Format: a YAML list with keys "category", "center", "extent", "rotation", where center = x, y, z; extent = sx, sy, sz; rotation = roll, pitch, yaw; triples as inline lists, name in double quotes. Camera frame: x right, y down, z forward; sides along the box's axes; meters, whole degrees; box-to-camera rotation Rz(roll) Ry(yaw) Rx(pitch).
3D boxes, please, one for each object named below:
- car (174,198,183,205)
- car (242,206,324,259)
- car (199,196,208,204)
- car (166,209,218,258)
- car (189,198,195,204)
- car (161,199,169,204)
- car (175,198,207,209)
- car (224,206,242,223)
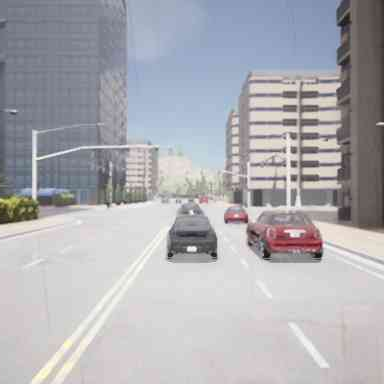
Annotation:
- category: "car"
  center: [-3.555, 2.479, 87.717]
  extent: [2.128, 1.511, 4.902]
  rotation: [0, -1, 0]
- category: "car"
  center: [3.511, 1.499, 13.413]
  extent: [2.097, 1.767, 4.553]
  rotation: [0, -1, 0]
- category: "car"
  center: [3.442, 2.232, 93.625]
  extent: [2.150, 2.045, 5.566]
  rotation: [0, -1, 0]
- category: "car"
  center: [0.010, 1.655, 13.490]
  extent: [1.837, 1.490, 4.892]
  rotation: [0, 0, 0]
- category: "car"
  center: [-0.059, 2.536, 93.885]
  extent: [1.812, 1.442, 4.674]
  rotation: [0, -1, 0]
- category: "car"
  center: [-7.055, 2.506, 87.715]
  extent: [1.994, 1.385, 4.181]
  rotation: [0, -1, 0]
- category: "car"
  center: [-0.263, 1.661, 28.379]
  extent: [2.097, 1.767, 4.553]
  rotation: [0, -1, -6]
- category: "car"
  center: [3.801, 1.874, 28.342]
  extent: [1.994, 1.385, 4.181]
  rotation: [0, -1, 8]
